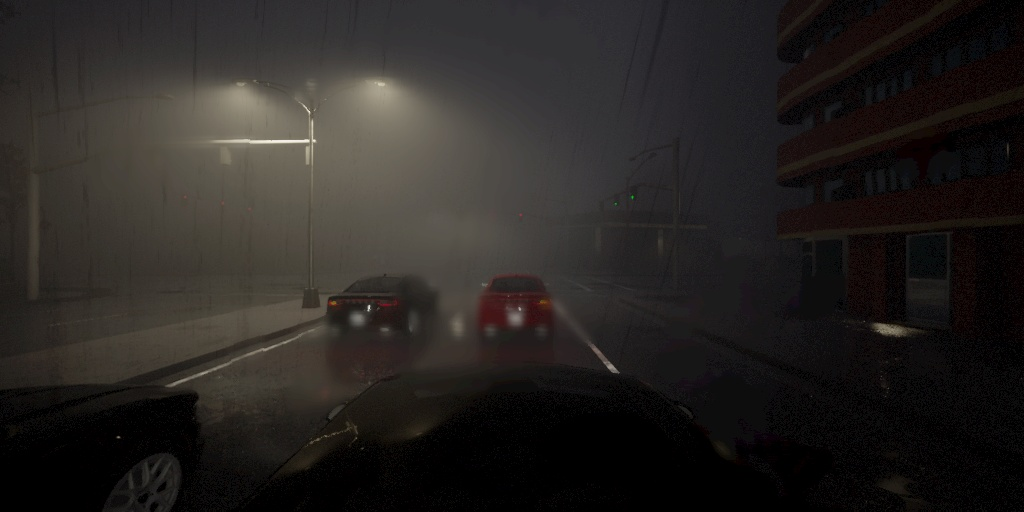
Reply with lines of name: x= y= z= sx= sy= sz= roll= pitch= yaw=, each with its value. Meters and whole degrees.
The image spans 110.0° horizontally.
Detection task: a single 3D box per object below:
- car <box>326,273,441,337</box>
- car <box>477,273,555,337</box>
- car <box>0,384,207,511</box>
car: x=-3.384 y=1.234 z=10.398 sx=1.882 sy=1.535 sz=5.008 roll=0 pitch=0 yaw=0
car: x=0.121 y=1.234 z=10.407 sx=1.882 sy=1.535 sz=5.008 roll=0 pitch=0 yaw=1
car: x=-3.409 y=1.227 z=0.824 sx=1.882 sy=1.535 sz=5.008 roll=0 pitch=0 yaw=0
